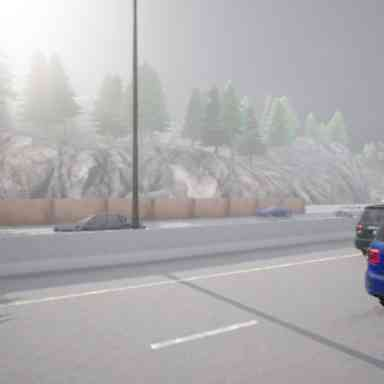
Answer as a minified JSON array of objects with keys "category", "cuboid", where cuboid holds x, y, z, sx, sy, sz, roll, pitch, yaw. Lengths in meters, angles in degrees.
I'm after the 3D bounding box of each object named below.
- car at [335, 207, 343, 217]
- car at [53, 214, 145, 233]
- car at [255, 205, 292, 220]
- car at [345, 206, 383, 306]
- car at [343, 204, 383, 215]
[{"category":"car","cuboid":[19.569,2.350,41.295,4.674,1.442,1.812,1,-2,-38]},{"category":"car","cuboid":[-5.609,2.049,20.521,5.357,1.411,2.033,0,-1,-30]},{"category":"car","cuboid":[9.358,2.289,38.075,5.008,1.535,1.882,1,-2,-35]},{"category":"car","cuboid":[5.914,1.346,6.774,5.566,2.045,2.150,0,-1,-30]},{"category":"car","cuboid":[8.398,1.456,12.284,5.566,2.045,2.150,0,-1,-31]}]
